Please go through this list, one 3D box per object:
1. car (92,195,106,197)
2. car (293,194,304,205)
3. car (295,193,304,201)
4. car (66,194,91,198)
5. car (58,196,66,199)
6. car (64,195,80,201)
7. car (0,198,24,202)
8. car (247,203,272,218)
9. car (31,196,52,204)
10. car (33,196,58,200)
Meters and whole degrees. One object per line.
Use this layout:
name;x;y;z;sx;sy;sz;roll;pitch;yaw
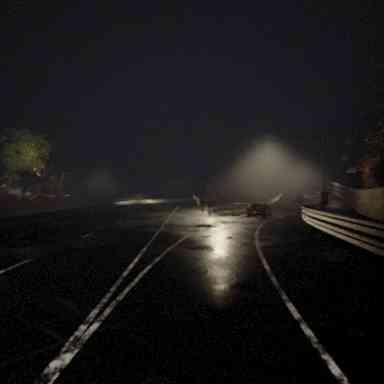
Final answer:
car;-21.567;1.390;79.451;2.128;1.511;4.902;0;0;0
car;22.324;1.872;70.140;1.812;1.442;4.674;0;3;20
car;25.753;1.254;79.638;1.837;1.490;4.892;0;4;18
car;-21.458;1.477;63.311;2.128;1.511;4.902;0;0;0
car;-24.956;1.478;62.941;2.128;1.511;4.902;0;0;0
car;-28.565;1.389;79.122;2.128;1.511;4.902;0;0;0
car;-24.896;1.554;46.901;1.895;1.301;4.718;0;0;0
car;7.245;1.944;35.614;1.882;1.535;5.008;0;-1;23
car;-28.452;1.457;62.929;1.837;1.490;4.892;0;0;0
car;-21.401;1.485;47.444;1.812;1.442;4.674;0;0;0
